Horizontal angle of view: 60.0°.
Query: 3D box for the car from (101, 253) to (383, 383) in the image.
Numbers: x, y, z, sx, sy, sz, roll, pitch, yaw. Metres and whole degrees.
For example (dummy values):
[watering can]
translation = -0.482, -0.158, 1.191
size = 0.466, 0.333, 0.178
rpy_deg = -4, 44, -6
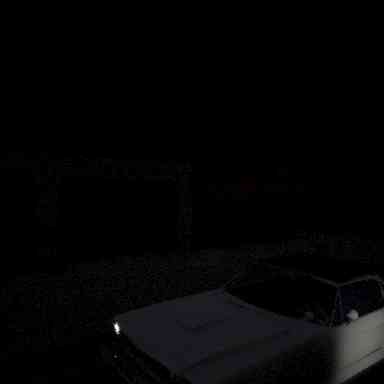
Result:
[car]
translation = 1.337, 1.600, 4.333
size = 4.718, 1.301, 1.895
rpy_deg = 0, 0, -35
